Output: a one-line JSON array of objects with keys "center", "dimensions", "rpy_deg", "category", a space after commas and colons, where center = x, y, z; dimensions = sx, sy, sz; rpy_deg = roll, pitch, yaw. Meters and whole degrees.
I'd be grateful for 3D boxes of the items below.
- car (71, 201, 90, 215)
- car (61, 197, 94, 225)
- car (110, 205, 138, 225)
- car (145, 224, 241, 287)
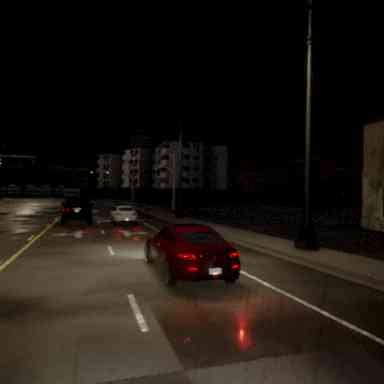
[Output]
[{"center": [-12.938, 1.817, 38.602], "dimensions": [1.994, 1.385, 4.181], "rpy_deg": [1, 0, -18], "category": "car"}, {"center": [-8.958, 1.429, 26.061], "dimensions": [2.150, 2.045, 5.566], "rpy_deg": [1, 0, -18], "category": "car"}, {"center": [-5.443, 1.793, 26.489], "dimensions": [1.812, 1.442, 4.674], "rpy_deg": [1, -1, -18], "category": "car"}, {"center": [-0.158, 1.654, 9.765], "dimensions": [1.812, 1.442, 4.674], "rpy_deg": [1, -1, -18], "category": "car"}]
